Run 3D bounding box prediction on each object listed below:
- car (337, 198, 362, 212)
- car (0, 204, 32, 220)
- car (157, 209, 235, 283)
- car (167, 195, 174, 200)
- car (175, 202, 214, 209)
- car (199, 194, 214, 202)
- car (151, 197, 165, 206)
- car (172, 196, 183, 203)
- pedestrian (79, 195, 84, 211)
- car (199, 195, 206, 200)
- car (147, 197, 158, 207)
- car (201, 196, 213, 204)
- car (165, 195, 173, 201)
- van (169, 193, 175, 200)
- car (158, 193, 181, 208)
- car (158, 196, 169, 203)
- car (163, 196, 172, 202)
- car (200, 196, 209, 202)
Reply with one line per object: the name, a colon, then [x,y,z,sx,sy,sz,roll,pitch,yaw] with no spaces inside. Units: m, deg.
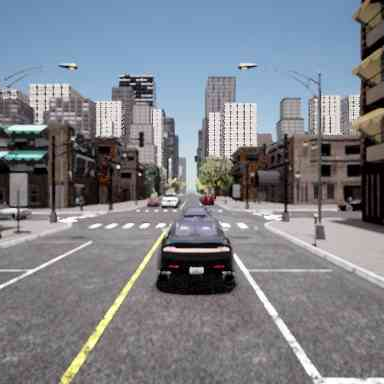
car: [17.488,1.314,34.742,4.313,1.339,1.947,-1,1,0]
car: [-16.564,1.738,28.940,4.718,1.301,1.895,-1,0,0]
car: [0.100,1.479,9.620,2.128,1.511,4.902,0,0,0]
car: [-5.691,1.477,88.925,1.752,1.417,4.829,0,0,0]
car: [0.302,1.537,20.125,1.994,1.385,4.181,0,0,4]
car: [2.691,1.262,55.943,2.192,1.841,5.009,0,0,0]
car: [-5.690,1.513,55.943,1.947,1.339,4.313,0,0,0]
car: [-3.001,1.493,67.863,2.033,1.411,5.357,0,0,0]
pedestrian: [-12.512,1.242,37.679,0.375,1.860,0.375,0,1,0]
car: [2.690,1.533,89.095,1.802,1.307,4.206,0,0,0]
car: [-5.777,1.494,50.422,1.887,1.381,4.507,0,0,0]
car: [2.690,1.512,61.469,1.947,1.339,4.313,0,0,0]
car: [-5.690,1.530,83.570,1.802,1.307,4.206,0,0,0]
van: [-5.690,1.296,94.620,1.690,1.788,3.998,0,0,0]
car: [-3.086,1.172,47.479,2.150,2.045,5.566,0,0,0]
car: [-5.690,1.471,66.824,1.752,1.417,4.829,0,0,0]
car: [-5.690,1.528,78.045,1.802,1.307,4.206,0,0,0]
car: [2.690,1.511,72.520,1.947,1.339,4.313,0,0,0]
